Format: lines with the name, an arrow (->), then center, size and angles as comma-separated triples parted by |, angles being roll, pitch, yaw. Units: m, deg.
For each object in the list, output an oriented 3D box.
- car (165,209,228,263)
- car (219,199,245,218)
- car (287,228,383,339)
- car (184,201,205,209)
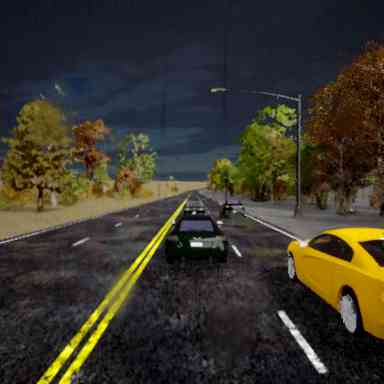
car -> 0.146, 1.517, 11.873 | 1.994, 1.385, 4.181 | 0, 0, 0
car -> 3.454, 1.370, 29.141 | 2.128, 1.511, 4.902 | 0, 0, 0
car -> 3.375, 1.459, 6.616 | 1.882, 1.535, 5.008 | -1, 0, 0
car -> 0.210, 1.468, 30.176 | 1.895, 1.301, 4.718 | 0, 0, 0
